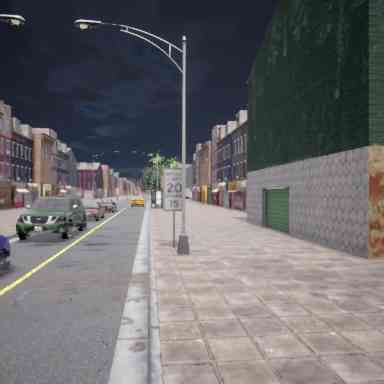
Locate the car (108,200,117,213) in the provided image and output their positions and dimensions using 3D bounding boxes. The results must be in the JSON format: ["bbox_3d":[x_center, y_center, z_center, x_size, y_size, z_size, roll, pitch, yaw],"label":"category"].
[{"bbox_3d":[-9.424,1.525,36.693,1.994,1.385,4.181,0,0,-7],"label":"car"}]

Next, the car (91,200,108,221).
[{"bbox_3d":[-8.182,1.490,26.764,1.812,1.442,4.674,0,0,-7],"label":"car"}]

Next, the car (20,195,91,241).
[{"bbox_3d":[-6.922,1.192,17.022,2.150,2.045,5.566,0,0,-7],"label":"car"}]

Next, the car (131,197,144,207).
[{"bbox_3d":[-8.438,1.452,51.770,1.882,1.535,5.008,0,0,-8],"label":"car"}]

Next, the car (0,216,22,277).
[{"bbox_3d":[-5.693,1.502,7.391,1.812,1.442,4.674,0,0,-7],"label":"car"}]
